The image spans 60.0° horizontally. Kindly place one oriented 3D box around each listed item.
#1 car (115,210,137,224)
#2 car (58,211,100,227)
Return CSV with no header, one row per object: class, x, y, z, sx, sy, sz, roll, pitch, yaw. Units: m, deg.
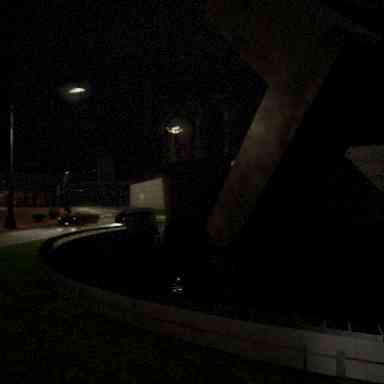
car,-6.636,2.545,34.965,1.994,1.385,4.181,0,-1,2
car,-10.716,2.532,31.781,1.895,1.301,4.718,-1,-2,12
